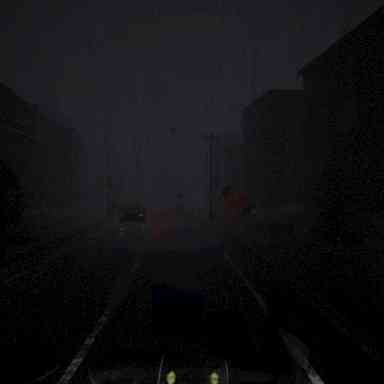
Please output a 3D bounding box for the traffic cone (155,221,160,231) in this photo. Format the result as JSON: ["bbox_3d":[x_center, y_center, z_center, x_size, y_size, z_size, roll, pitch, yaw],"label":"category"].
[{"bbox_3d":[-2.044,2.037,18.314,0.340,0.580,0.340,0,-1,-5],"label":"traffic cone"}]

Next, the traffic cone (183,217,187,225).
[{"bbox_3d":[-0.528,2.144,24.457,0.340,0.580,0.340,0,-1,-4],"label":"traffic cone"}]

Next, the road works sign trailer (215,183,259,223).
[{"bbox_3d":[3.289,1.114,24.200,2.380,2.880,3.560,46,22,20],"label":"road works sign trailer"}]

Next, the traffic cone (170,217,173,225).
[{"bbox_3d":[-1.524,2.148,24.378,0.340,0.580,0.340,0,-1,-4],"label":"traffic cone"}]

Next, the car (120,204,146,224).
[{"bbox_3d":[-4.885,1.782,27.856,1.882,1.535,5.008,0,-2,-7],"label":"car"}]
